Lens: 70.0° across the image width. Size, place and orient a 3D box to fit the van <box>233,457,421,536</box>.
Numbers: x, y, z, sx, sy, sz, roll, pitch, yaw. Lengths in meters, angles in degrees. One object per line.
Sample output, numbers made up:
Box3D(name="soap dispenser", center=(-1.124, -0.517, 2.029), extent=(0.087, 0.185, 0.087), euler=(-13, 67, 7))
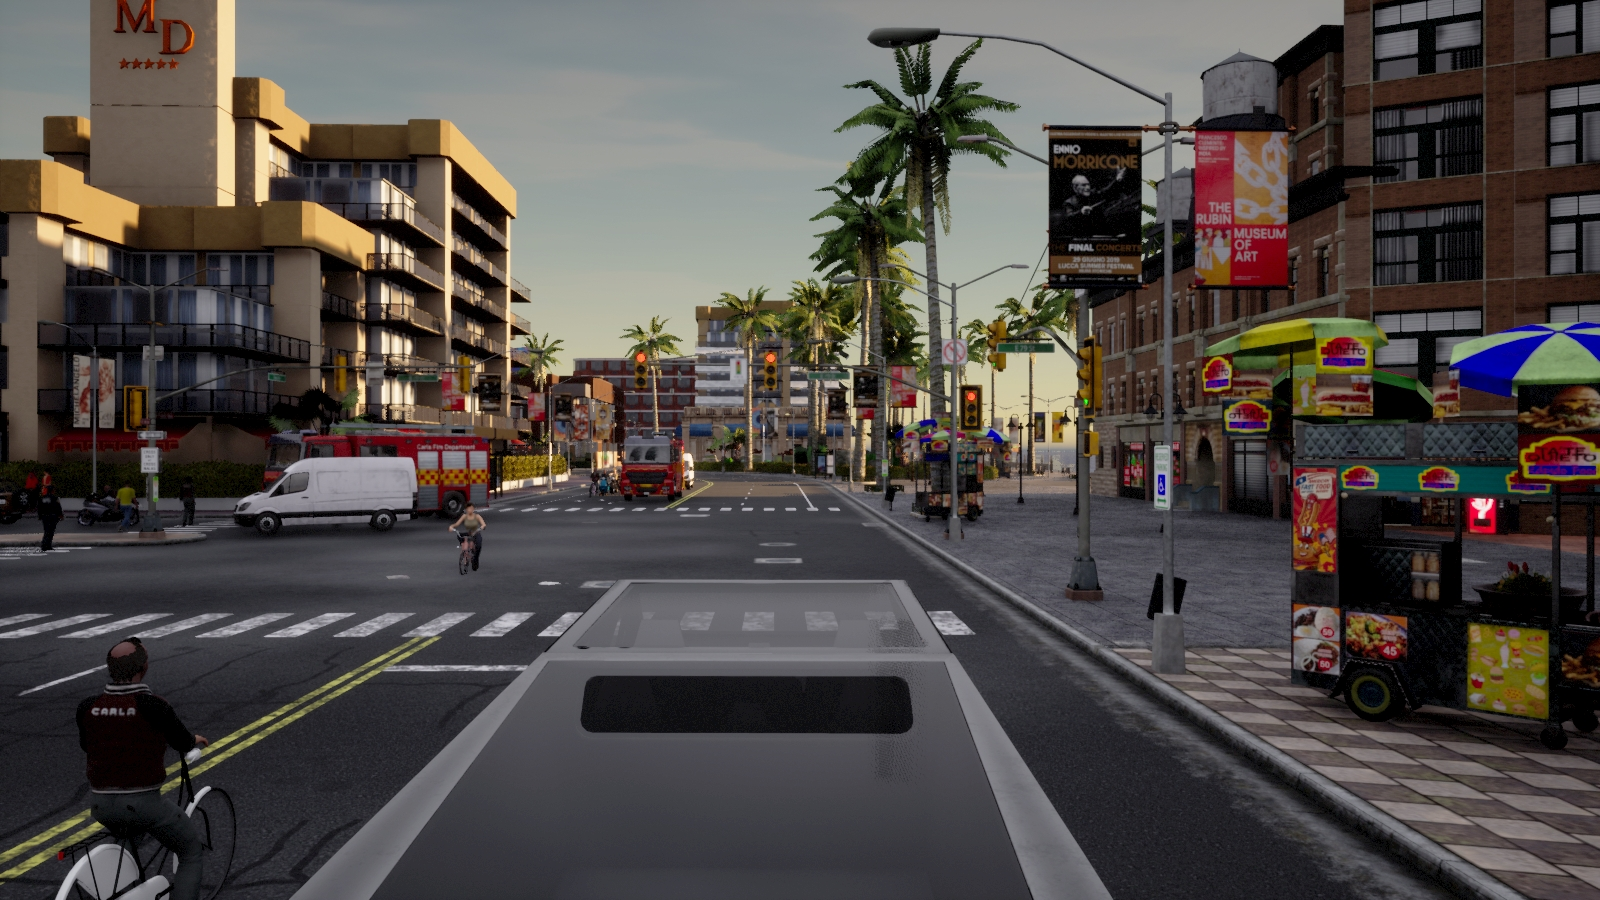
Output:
Box3D(name="van", center=(-16.445, 1.534, 39.816), extent=(5.915, 2.561, 1.988), euler=(0, 0, -27))

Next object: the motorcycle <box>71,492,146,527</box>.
Box3D(name="motorcycle", center=(-25.598, 2.205, 42.324), extent=(2.209, 1.251, 0.867), euler=(0, 0, -5))

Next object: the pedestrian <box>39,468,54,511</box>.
Box3D(name="pedestrian", center=(-32.428, 1.696, 49.158), extent=(0.375, 1.860, 0.375), euler=(0, 0, 4))

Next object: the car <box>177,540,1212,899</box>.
Box3D(name="car", center=(-0.214, 1.754, 5.773), extent=(2.390, 2.098, 6.274), euler=(0, 0, 1))

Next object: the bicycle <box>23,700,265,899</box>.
Box3D(name="bicycle", center=(-3.625, 2.210, 6.485), extent=(0.329, 1.171, 1.835), euler=(0, 0, 0))

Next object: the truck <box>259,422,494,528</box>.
Box3D(name="truck", center=(-16.585, 0.890, 45.386), extent=(2.891, 3.827, 8.468), euler=(0, 0, 40))

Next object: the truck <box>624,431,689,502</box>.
Box3D(name="truck", center=(-8.113, 0.890, 65.657), extent=(2.891, 3.827, 8.468), euler=(0, 0, -1))

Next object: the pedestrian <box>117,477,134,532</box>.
Box3D(name="pedestrian", center=(-22.893, 1.848, 38.756), extent=(0.375, 1.860, 0.375), euler=(0, 0, -6))

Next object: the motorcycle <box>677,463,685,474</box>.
Box3D(name="motorcycle", center=(-14.189, 2.182, 136.549), extent=(0.856, 1.236, 1.805), euler=(0, 0, -1))

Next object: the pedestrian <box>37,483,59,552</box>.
Box3D(name="pedestrian", center=(-20.587, 1.849, 31.274), extent=(0.375, 1.860, 0.375), euler=(0, 0, -6))

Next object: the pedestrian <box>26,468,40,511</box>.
Box3D(name="pedestrian", center=(-33.066, 1.696, 49.246), extent=(0.375, 1.860, 0.375), euler=(0, 0, -9))

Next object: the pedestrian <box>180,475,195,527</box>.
Box3D(name="pedestrian", center=(-22.271, 1.848, 41.557), extent=(0.375, 1.860, 0.375), euler=(0, 0, -6))

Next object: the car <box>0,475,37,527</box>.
Box3D(name="car", center=(-31.074, 1.864, 42.073), extent=(4.605, 1.855, 1.932), euler=(0, 0, -2))
